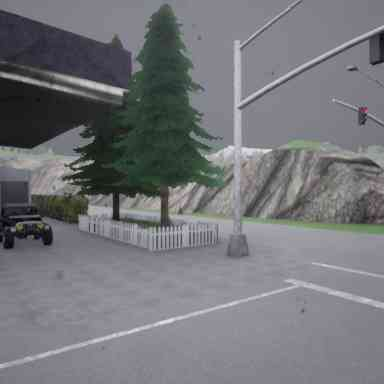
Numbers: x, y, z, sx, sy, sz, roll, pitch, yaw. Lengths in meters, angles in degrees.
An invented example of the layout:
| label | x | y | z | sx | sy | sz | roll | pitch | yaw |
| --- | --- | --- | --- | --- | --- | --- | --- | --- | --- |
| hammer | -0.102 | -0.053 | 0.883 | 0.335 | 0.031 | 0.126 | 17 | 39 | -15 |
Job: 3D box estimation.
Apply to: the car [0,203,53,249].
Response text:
| label | x | y | z | sx | sy | sz | roll | pitch | yaw |
| --- | --- | --- | --- | --- | --- | --- | --- | --- | --- |
| car | -8.030 | 1.504 | 15.815 | 1.905 | 1.878 | 3.866 | 0 | 0 | -37 |
